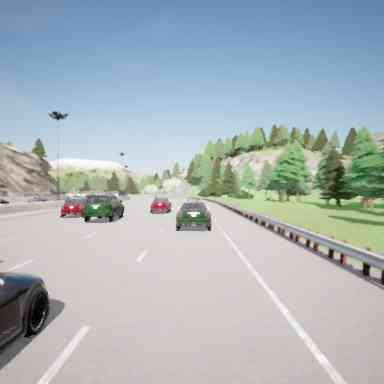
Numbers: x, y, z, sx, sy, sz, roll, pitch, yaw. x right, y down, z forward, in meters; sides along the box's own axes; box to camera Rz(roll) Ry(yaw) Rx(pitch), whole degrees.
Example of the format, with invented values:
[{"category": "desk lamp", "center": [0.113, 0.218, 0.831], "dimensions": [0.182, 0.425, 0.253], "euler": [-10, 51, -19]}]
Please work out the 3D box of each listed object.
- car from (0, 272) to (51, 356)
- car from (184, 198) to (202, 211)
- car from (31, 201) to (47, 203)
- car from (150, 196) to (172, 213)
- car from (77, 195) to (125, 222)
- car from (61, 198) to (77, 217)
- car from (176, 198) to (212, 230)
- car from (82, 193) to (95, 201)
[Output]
[{"category": "car", "center": [-3.401, 1.564, 3.994], "dimensions": [1.994, 1.385, 4.181], "euler": [0, 0, 0]}, {"category": "car", "center": [0.097, 1.491, 41.906], "dimensions": [2.128, 1.511, 4.902], "euler": [0, 0, 0]}, {"category": "car", "center": [-21.081, 1.489, 45.328], "dimensions": [2.128, 1.511, 4.902], "euler": [0, 0, 0]}, {"category": "car", "center": [-3.403, 1.351, 37.350], "dimensions": [2.097, 1.767, 4.553], "euler": [0, 0, 0]}, {"category": "car", "center": [-6.901, 1.221, 26.452], "dimensions": [2.150, 2.045, 5.566], "euler": [0, 0, 0]}, {"category": "car", "center": [-10.402, 1.351, 30.890], "dimensions": [2.097, 1.767, 4.553], "euler": [0, 0, 0]}, {"category": "car", "center": [0.101, 1.352, 21.153], "dimensions": [2.097, 1.767, 4.553], "euler": [0, 0, 0]}, {"category": "car", "center": [-25.214, 1.234, 81.099], "dimensions": [2.097, 1.767, 4.553], "euler": [0, 0, -5]}]
